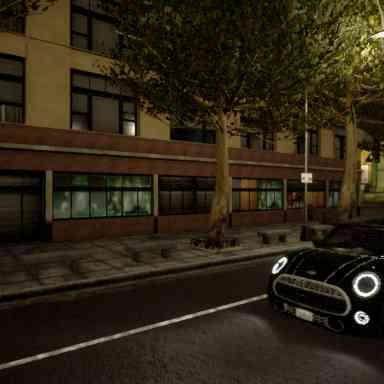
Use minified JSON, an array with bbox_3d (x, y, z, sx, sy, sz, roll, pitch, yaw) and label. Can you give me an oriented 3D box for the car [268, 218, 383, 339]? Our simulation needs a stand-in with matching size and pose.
[{"bbox_3d":[3.604,1.352,6.596,4.553,1.767,2.097,0,0,-36],"label":"car"}]
